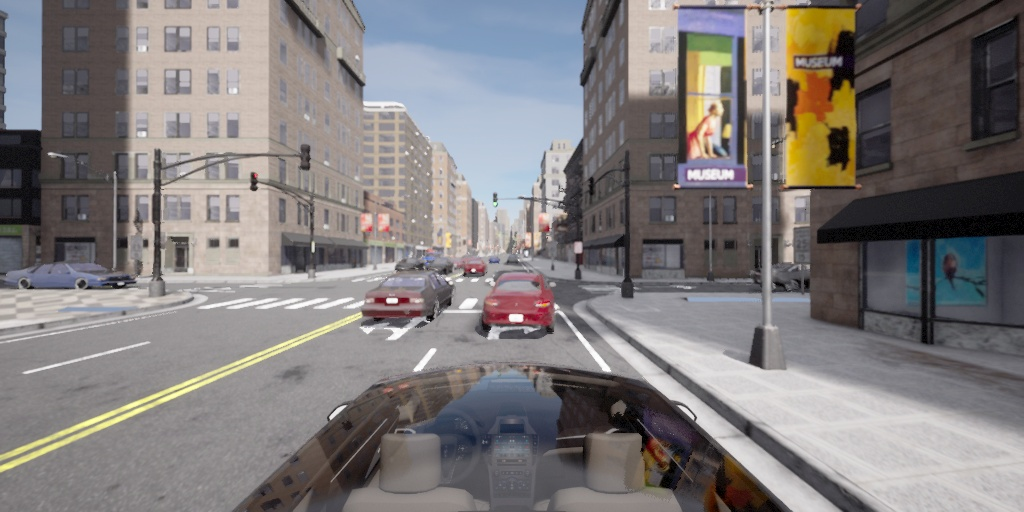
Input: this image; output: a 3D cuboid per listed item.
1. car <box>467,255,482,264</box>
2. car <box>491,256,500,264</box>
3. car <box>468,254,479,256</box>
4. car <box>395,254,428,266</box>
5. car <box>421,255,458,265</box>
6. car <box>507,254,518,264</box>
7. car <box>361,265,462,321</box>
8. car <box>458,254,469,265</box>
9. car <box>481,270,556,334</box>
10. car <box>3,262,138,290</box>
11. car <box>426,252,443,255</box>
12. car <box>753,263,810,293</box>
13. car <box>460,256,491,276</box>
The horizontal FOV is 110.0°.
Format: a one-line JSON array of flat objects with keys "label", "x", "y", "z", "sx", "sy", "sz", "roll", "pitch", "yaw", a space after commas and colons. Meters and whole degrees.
[{"label": "car", "x": -6.427, "y": 0.598, "z": 62.406, "sx": 2.128, "sy": 1.511, "sz": 4.902, "roll": 0, "pitch": 1, "yaw": 0}, {"label": "car", "x": -3.175, "y": 0.655, "z": 63.845, "sx": 1.994, "sy": 1.385, "sz": 4.181, "roll": 0, "pitch": 1, "yaw": 0}, {"label": "car", "x": -6.495, "y": 0.572, "z": 52.063, "sx": 2.097, "sy": 1.767, "sz": 4.553, "roll": 0, "pitch": 1, "yaw": 0}, {"label": "car", "x": -9.801, "y": 0.884, "z": 34.772, "sx": 1.882, "sy": 1.535, "sz": 5.008, "roll": 0, "pitch": 1, "yaw": 1}, {"label": "car", "x": -6.551, "y": 0.903, "z": 32.981, "sx": 1.882, "sy": 1.535, "sz": 5.008, "roll": 0, "pitch": 1, "yaw": 0}, {"label": "car", "x": 0.075, "y": 0.656, "z": 63.808, "sx": 1.994, "sy": 1.385, "sz": 4.181, "roll": 0, "pitch": 1, "yaw": 0}, {"label": "car", "x": -3.140, "y": 1.193, "z": 11.919, "sx": 2.033, "sy": 1.411, "sz": 5.357, "roll": 0, "pitch": 1, "yaw": 0}, {"label": "car", "x": -6.541, "y": 0.853, "z": 42.187, "sx": 1.812, "sy": 1.442, "sz": 4.674, "roll": 0, "pitch": 1, "yaw": 0}, {"label": "car", "x": 0.281, "y": 1.178, "z": 10.317, "sx": 1.812, "sy": 1.442, "sz": 4.674, "roll": 1, "pitch": 1, "yaw": 5}, {"label": "car", "x": -22.828, "y": 1.028, "z": 18.614, "sx": 5.357, "sy": 1.411, "sz": 2.033, "roll": 0, "pitch": 0, "yaw": 2}, {"label": "car", "x": -9.789, "y": 0.519, "z": 44.943, "sx": 2.150, "sy": 2.045, "sz": 5.566, "roll": 0, "pitch": 1, "yaw": -1}, {"label": "car", "x": 15.299, "y": 1.130, "z": 18.659, "sx": 4.902, "sy": 1.511, "sz": 2.128, "roll": 0, "pitch": 0, "yaw": 0}, {"label": "car", "x": -3.125, "y": 0.967, "z": 31.405, "sx": 1.812, "sy": 1.442, "sz": 4.674, "roll": 0, "pitch": 1, "yaw": 0}]
